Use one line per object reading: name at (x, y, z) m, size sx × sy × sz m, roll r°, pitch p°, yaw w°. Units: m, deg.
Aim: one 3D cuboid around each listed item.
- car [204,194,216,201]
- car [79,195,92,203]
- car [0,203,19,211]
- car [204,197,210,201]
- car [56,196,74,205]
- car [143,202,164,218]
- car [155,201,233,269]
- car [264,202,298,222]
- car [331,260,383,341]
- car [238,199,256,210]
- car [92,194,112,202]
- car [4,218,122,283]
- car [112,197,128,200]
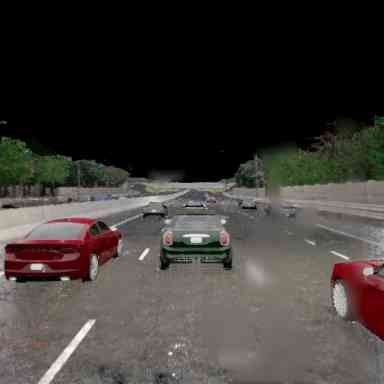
car at (4.081, 1.719, 72.420) m, size 1.895 × 1.301 × 4.718 m, roll 0°, pitch 0°, yaw 1°
car at (-20.523, 1.463, 65.560) m, size 2.097 × 1.767 × 4.553 m, roll 0°, pitch 0°, yaw 1°
car at (-14.021, 1.545, 23.781) m, size 1.812 × 1.442 × 4.674 m, roll 0°, pitch 0°, yaw 0°
car at (0.213, 1.523, 29.903) m, size 2.128 × 1.511 × 4.902 m, roll 0°, pitch 0°, yaw 0°
car at (-24.058, 1.605, 63.107) m, size 1.837 × 1.490 × 4.892 m, roll 0°, pitch 0°, yaw 1°
car at (-3.282, 1.597, 30.744) m, size 1.994 × 1.385 × 4.181 m, roll 0°, pitch 0°, yaw 0°
car at (0.124, 1.356, 11.328) m, size 2.097 × 1.767 × 4.553 m, roll 0°, pitch 0°, yaw 0°
car at (7.084, 1.518, 26.876) m, size 2.128 × 1.511 × 4.902 m, roll 0°, pitch 0°, yaw 1°
car at (3.506, 1.479, 4.201) m, size 1.882 × 1.535 × 5.008 m, roll 0°, pitch 0°, yaw 0°
car at (7.313, 1.630, 44.284) m, size 1.994 × 1.385 × 4.181 m, roll 0°, pitch 0°, yaw 1°
car at (-17.037, 1.333, 64.764) m, size 2.150 × 2.045 × 5.566 m, roll 0°, pitch 0°, yaw 1°
car at (-3.382, 1.481, 9.726) m, size 1.882 × 1.535 × 5.008 m, roll 0°, pitch 0°, yaw 0°
car at (-13.538, 1.633, 64.833) m, size 1.812 × 1.442 × 4.674 m, roll 0°, pitch 0°, yaw 1°
